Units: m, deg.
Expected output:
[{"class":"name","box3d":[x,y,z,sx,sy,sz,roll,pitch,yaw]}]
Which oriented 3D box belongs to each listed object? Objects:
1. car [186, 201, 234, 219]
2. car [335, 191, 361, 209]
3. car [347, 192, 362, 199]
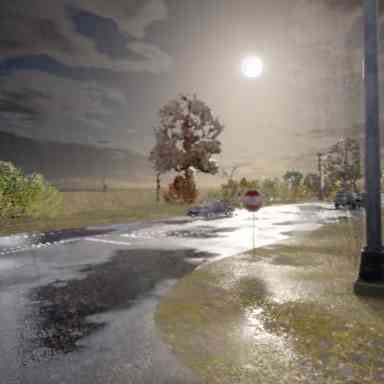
[{"class":"car","box3d":[1.719,1.518,29.190,2.033,1.411,5.357,-1,0,37]},{"class":"car","box3d":[18.975,0.910,40.353,2.150,2.045,5.566,-1,0,37]},{"class":"car","box3d":[37.224,0.843,76.030,2.128,1.511,4.902,-1,0,37]}]
